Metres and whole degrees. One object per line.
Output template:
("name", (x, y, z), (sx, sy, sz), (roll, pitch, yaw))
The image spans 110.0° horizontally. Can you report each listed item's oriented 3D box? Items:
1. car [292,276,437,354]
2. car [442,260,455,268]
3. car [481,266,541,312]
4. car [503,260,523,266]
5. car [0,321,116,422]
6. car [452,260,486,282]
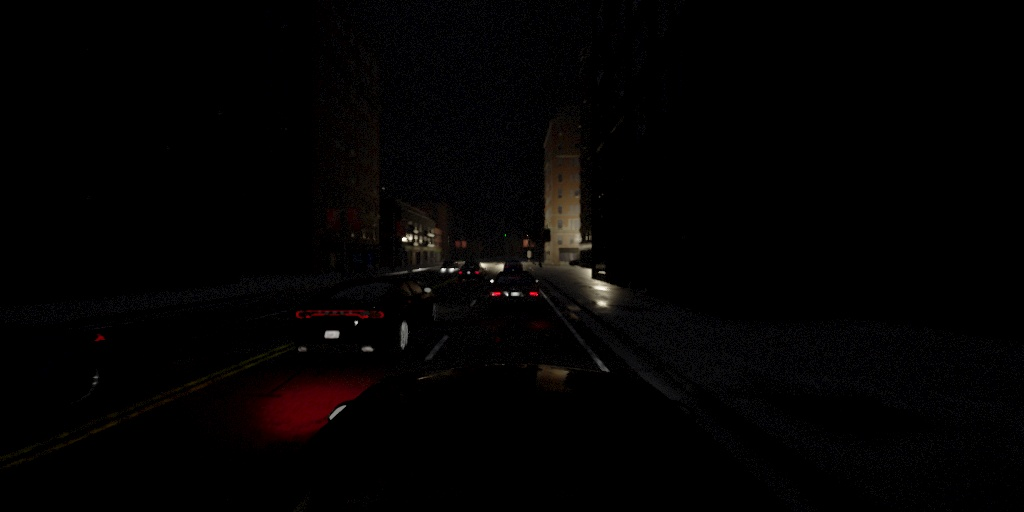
("car", (-3.150, 1.216, 8.749), (1.882, 1.535, 5.008), (0, 0, 0))
("car", (-9.750, 1.239, 56.403), (1.994, 1.385, 4.181), (0, 0, 0))
("car", (0.102, 1.277, 14.128), (2.033, 1.411, 5.357), (0, 0, 0))
("car", (0.106, 1.176, 35.976), (1.882, 1.535, 5.008), (0, 0, 0))
("car", (-6.600, 1.311, 3.265), (1.994, 1.385, 4.181), (0, 0, 0))
("car", (-3.143, 1.256, 28.571), (2.033, 1.411, 5.357), (0, 0, 0))
